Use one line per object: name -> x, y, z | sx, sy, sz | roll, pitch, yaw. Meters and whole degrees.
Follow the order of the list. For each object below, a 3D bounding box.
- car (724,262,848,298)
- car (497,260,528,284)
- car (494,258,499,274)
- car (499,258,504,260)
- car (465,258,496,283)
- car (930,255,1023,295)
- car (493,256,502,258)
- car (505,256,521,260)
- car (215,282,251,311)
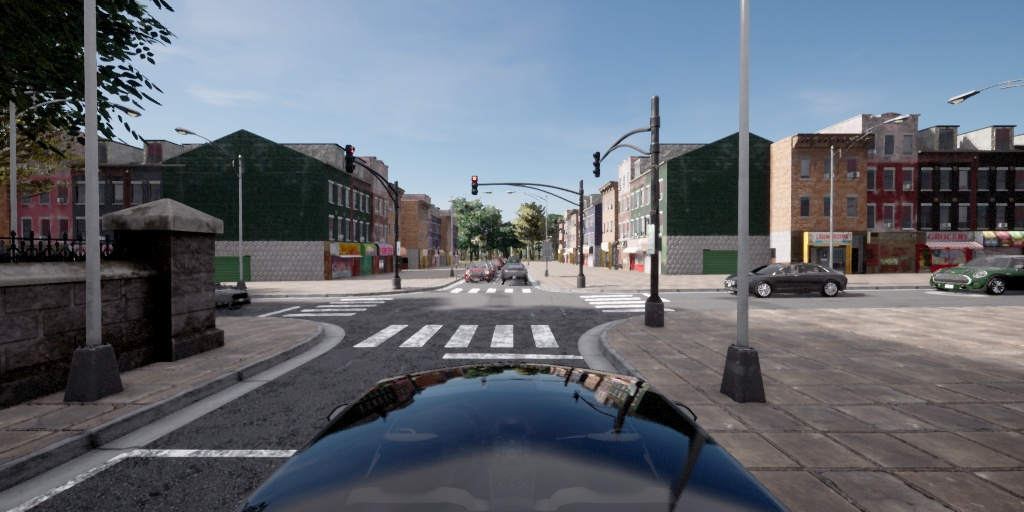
car -> 12.326, 1.046, 16.323 | 4.892, 1.490, 1.837 | -1, 1, 0
car -> 0.201, 1.250, 27.031 | 2.128, 1.511, 4.902 | 0, 0, 1
car -> -2.529, 1.204, 33.543 | 1.967, 1.591, 4.097 | 0, 0, 0
car -> -2.470, 1.329, 49.847 | 1.888, 1.381, 4.507 | 0, 0, 0
car -> -2.548, 1.199, 28.109 | 1.967, 1.591, 4.097 | 0, 0, 0
car -> 22.104, 0.763, 16.285 | 4.553, 1.767, 2.097 | -1, 1, 0
car -> -2.817, 1.259, 60.919 | 1.801, 1.575, 5.366 | 0, 0, 0
car -> 0.313, 1.025, 62.057 | 2.150, 2.045, 5.566 | 0, 0, 0
car -> -12.573, 1.440, 13.464 | 4.892, 1.490, 1.837 | -1, 1, 1
